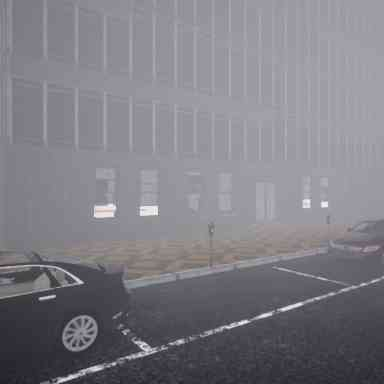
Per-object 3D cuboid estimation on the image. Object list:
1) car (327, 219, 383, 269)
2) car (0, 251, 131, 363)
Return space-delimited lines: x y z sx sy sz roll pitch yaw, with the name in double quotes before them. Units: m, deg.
"car" 6.259 1.582 11.057 4.206 1.307 1.802 0 0 -36
"car" -2.993 1.551 4.424 4.403 1.369 2.008 0 0 -36
